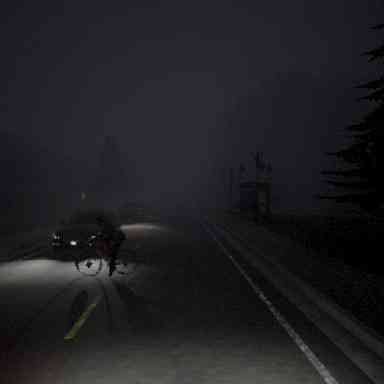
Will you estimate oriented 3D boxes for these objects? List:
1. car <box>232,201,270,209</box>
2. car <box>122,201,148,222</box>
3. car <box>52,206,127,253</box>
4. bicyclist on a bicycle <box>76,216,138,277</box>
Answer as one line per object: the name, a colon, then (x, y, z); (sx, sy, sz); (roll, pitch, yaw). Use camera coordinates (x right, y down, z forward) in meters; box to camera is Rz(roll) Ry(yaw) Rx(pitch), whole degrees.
car: (7.733, 1.585, 43.724); (4.718, 1.301, 1.895); (0, 0, -4)
car: (-4.604, 1.477, 26.165); (1.882, 1.535, 5.008); (0, 0, -2)
car: (-4.109, 1.507, 13.670); (1.837, 1.490, 4.892); (0, -1, -2)
bicyclist on a bicycle: (-2.284, 1.454, 8.904); (1.656, 1.620, 0.582); (-2, 0, -2)
